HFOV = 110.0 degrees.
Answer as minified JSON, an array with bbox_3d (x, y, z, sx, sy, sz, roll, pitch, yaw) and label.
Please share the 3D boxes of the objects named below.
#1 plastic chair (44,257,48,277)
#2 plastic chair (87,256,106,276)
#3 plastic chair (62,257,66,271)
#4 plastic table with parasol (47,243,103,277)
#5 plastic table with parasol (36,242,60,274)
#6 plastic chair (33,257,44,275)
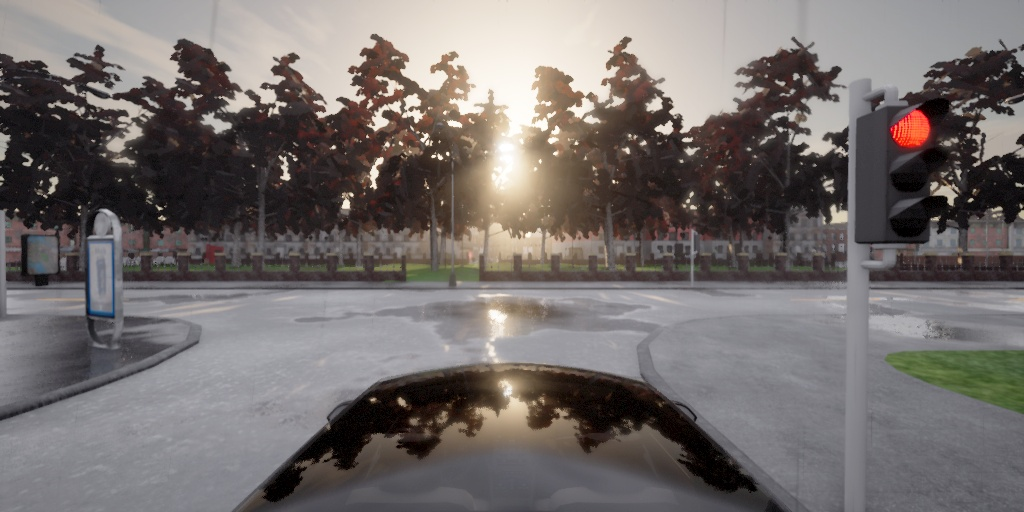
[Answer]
[{"bbox_3d":[-40.225,0.929,31.507,0.730,1.272,0.750,0,0,-40],"label":"plastic chair"},{"bbox_3d":[-38.197,0.914,32.985,0.730,1.272,0.750,0,0,-40],"label":"plastic chair"},{"bbox_3d":[-38.292,0.945,31.279,0.750,1.272,0.730,0,0,-35],"label":"plastic chair"},{"bbox_3d":[-39.195,0.321,32.252,2.482,2.480,2.482,0,0,-40],"label":"plastic table with parasol"},{"bbox_3d":[-43.616,0.215,34.893,2.482,2.480,2.482,0,0,-39],"label":"plastic table with parasol"},{"bbox_3d":[-44.624,0.899,34.144,0.730,1.272,0.750,0,0,-41],"label":"plastic chair"}]
